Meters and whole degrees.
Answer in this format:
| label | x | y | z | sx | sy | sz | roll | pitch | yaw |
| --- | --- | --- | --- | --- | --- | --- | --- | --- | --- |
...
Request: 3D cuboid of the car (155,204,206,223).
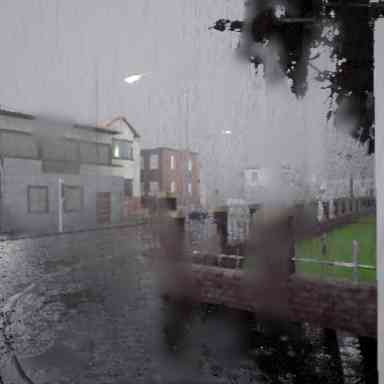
| label | x | y | z | sx | sy | sz | roll | pitch | yaw |
| --- | --- | --- | --- | --- | --- | --- | --- | --- | --- |
| car | -0.746 | 1.637 | 25.095 | 2.128 | 1.511 | 4.902 | -1 | 0 | 34 |
